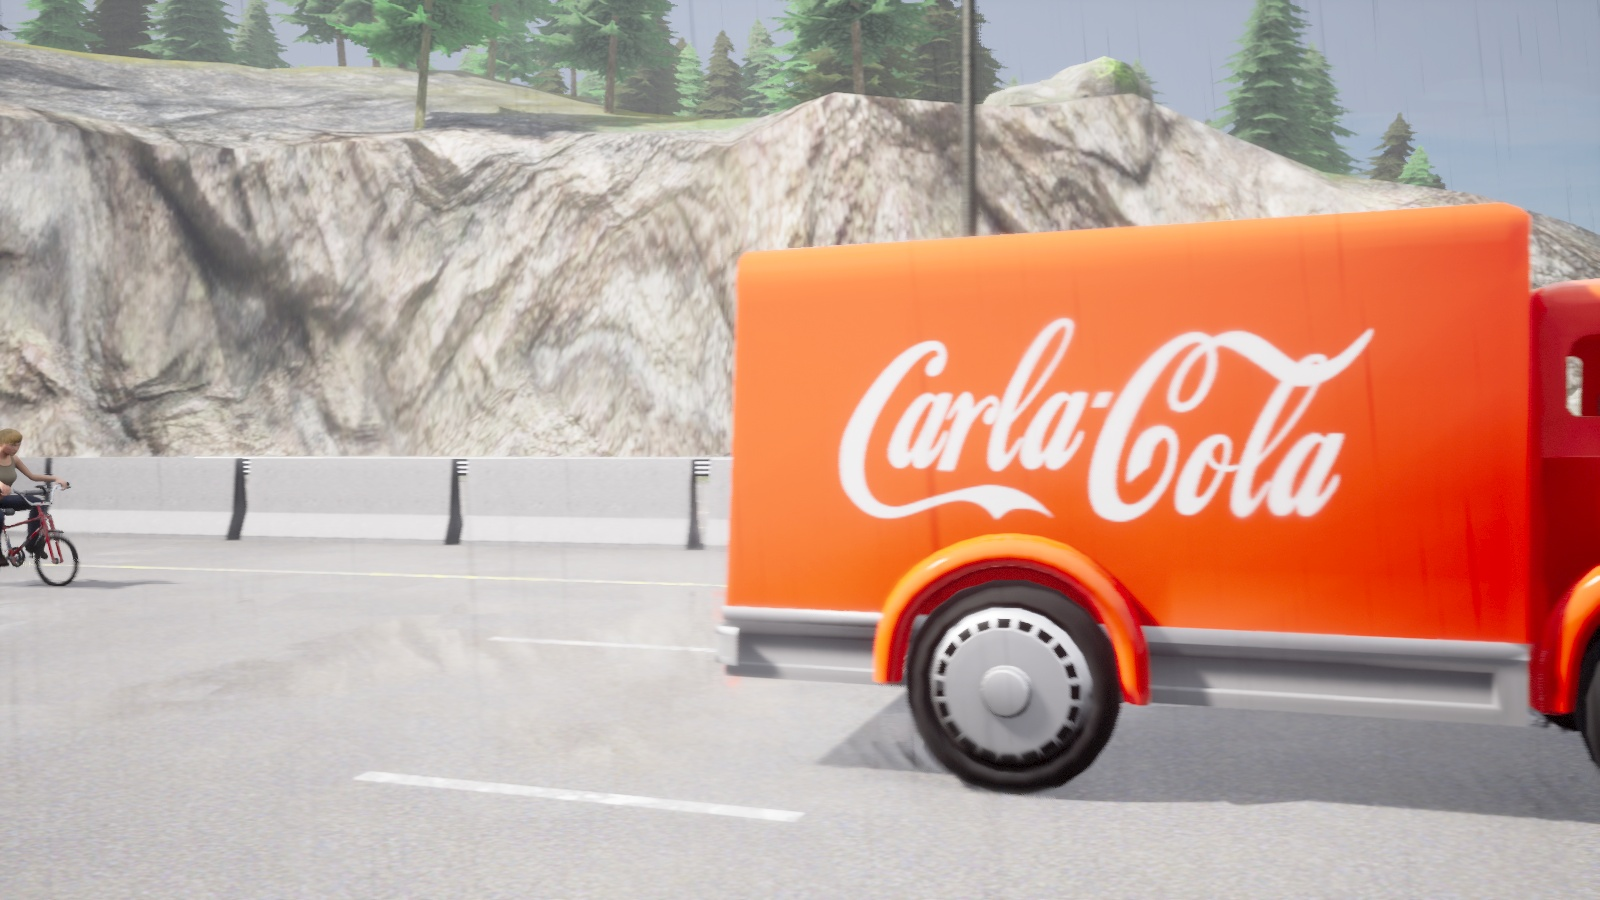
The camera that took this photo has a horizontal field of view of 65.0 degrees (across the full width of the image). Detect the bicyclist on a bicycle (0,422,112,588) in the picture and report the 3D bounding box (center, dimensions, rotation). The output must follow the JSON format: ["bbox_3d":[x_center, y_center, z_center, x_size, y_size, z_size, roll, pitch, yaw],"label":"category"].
[{"bbox_3d":[-8.003,0.525,12.838,1.509,1.612,0.866,0,1,14],"label":"bicyclist on a bicycle"}]

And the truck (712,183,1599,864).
[{"bbox_3d":[2.498,0.250,6.073,5.204,2.467,2.627,1,1,19],"label":"truck"}]
